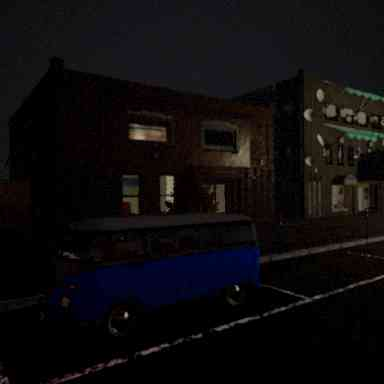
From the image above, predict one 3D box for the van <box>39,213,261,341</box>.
[{"bbox_3d":[-0.539,1.323,6.179,3.998,1.788,1.690,0,0,-35],"label":"van"}]
